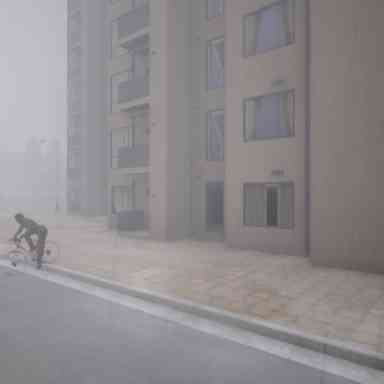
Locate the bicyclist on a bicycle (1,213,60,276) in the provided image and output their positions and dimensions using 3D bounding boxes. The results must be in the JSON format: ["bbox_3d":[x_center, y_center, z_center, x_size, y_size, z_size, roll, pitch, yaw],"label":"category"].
[{"bbox_3d":[-4.477,1.362,9.157,0.582,1.620,1.656,0,9,39],"label":"bicyclist on a bicycle"}]
